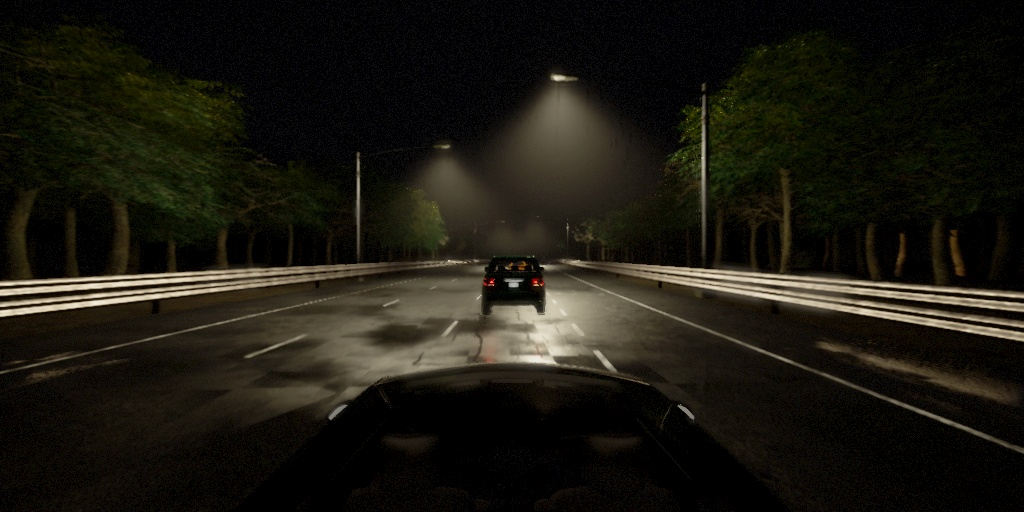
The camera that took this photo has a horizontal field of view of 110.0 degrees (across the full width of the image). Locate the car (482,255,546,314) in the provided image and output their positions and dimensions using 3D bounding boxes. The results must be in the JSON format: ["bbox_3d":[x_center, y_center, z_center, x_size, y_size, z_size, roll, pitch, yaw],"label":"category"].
[{"bbox_3d":[0.091,1.000,13.884,2.150,2.045,5.566,0,0,1],"label":"car"}]
